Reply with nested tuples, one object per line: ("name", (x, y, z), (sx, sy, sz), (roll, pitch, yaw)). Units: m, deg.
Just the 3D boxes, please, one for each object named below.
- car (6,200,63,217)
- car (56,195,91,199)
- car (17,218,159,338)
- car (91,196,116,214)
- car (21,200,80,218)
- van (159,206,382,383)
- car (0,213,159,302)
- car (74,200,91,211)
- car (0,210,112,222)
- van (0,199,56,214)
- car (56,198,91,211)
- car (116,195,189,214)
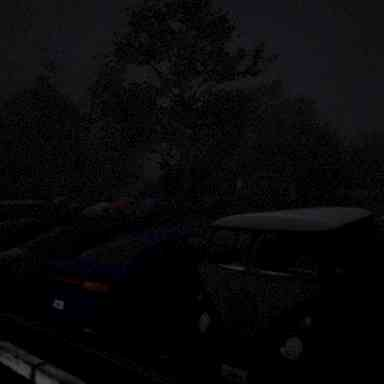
("car", (-15.899, 1.638, 33.831), (2.163, 1.488, 4.792), (0, 0, 35))
("car", (-11.362, 1.323, 30.606), (2.435, 2.045, 5.566), (0, 0, 35))
("car", (-0.516, 1.489, 6.869), (2.097, 1.535, 5.008), (0, 0, 35))
("car", (-4.554, 1.285, 25.762), (2.435, 2.045, 5.566), (0, 0, 35))
("car", (-13.596, 1.620, 32.265), (2.163, 1.488, 4.792), (0, 0, 35))
("van", (1.703, 1.254, 5.154), (1.878, 1.987, 4.442), (0, 0, 35))
("car", (-2.815, 1.527, 8.474), (2.163, 1.488, 4.792), (0, 0, 35))
("car", (-6.907, 1.588, 27.469), (2.002, 1.452, 4.674), (0, 0, 35))
("car", (-5.099, 1.537, 10.099), (2.163, 1.488, 4.792), (0, 0, 35))
("van", (-7.435, 1.290, 11.653), (1.878, 1.987, 4.442), (0, 0, 35))
("car", (-9.077, 1.560, 29.009), (2.097, 1.535, 5.008), (0, 0, 35))
("car", (-2.385, 1.276, 24.220), (2.435, 2.045, 5.566), (0, 0, 35))
